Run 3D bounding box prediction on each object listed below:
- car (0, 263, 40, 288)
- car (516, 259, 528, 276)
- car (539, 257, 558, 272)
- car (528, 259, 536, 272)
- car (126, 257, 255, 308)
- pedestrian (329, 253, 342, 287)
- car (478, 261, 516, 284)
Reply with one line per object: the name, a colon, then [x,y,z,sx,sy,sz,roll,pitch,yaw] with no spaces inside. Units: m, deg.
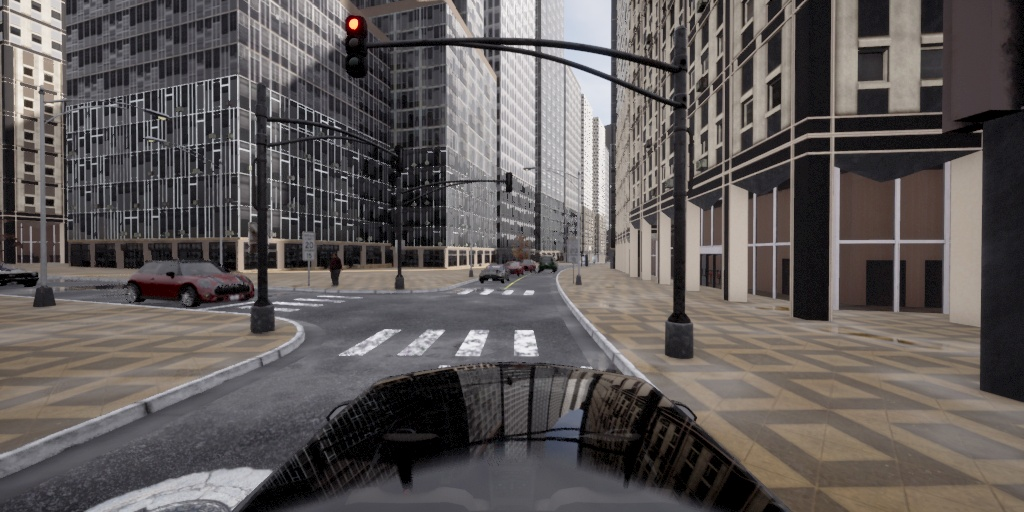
car: [-26.784,1.004,18.287,4.718,1.301,1.895,1,1,15]
car: [0.132,1.297,37.783,1.882,1.535,5.008,0,0,9]
car: [4.921,1.099,47.841,2.150,2.045,5.566,0,0,11]
car: [1.885,1.220,47.511,2.097,1.767,4.553,0,0,11]
car: [-12.652,0.958,14.196,4.553,1.767,2.097,1,1,16]
pedestrian: [-9.577,0.716,19.407,0.375,1.860,0.375,0,0,16]
car: [-1.220,1.331,28.075,2.033,1.411,5.357,0,0,7]
